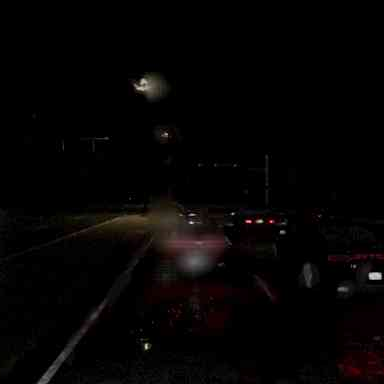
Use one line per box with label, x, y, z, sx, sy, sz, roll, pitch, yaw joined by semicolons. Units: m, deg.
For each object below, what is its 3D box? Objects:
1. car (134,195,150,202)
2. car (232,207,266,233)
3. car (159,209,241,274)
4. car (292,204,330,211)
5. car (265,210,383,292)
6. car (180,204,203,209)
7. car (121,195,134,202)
car;-11.939;1.617;78.933;1.994;1.385;4.181;0;0;0
car;3.499;1.562;19.596;2.033;1.411;5.357;0;0;0
car;0.046;1.499;10.553;2.128;1.511;4.902;0;0;0
car;6.995;1.520;20.077;1.837;1.490;4.892;0;0;0
car;3.556;1.484;8.949;1.882;1.535;5.008;0;0;0
car;-0.010;1.521;20.986;1.837;1.490;4.892;0;0;0
car;-15.439;1.542;78.933;1.882;1.535;5.008;0;0;0
